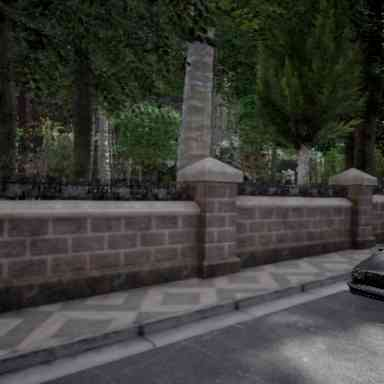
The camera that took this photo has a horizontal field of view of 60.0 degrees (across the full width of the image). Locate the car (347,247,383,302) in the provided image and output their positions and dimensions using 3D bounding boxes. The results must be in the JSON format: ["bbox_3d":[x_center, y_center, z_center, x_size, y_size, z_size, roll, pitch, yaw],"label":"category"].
[{"bbox_3d":[5.689,1.531,7.381,5.357,1.411,2.033,0,0,-35],"label":"car"}]
